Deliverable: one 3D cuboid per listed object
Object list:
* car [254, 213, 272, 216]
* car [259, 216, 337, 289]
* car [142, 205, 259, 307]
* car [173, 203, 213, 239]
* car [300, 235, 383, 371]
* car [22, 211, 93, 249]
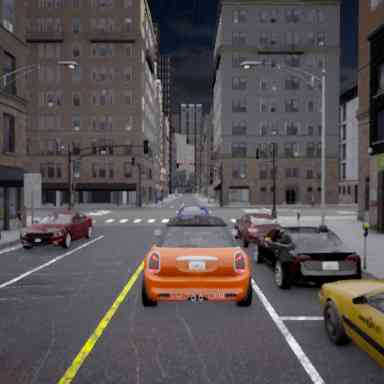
[{"bbox_3d":[2.858,1.567,14.529,1.802,1.307,4.206,-1,0,0],"label":"car"},{"bbox_3d":[2.861,1.557,8.943,1.947,1.339,4.313,-1,0,0],"label":"car"},{"bbox_3d":[0.092,1.344,8.138,2.097,1.767,4.553,0,0,0],"label":"car"},{"bbox_3d":[0.090,1.459,18.426,1.882,1.535,5.008,0,0,1],"label":"car"},{"bbox_3d":[2.864,1.522,3.527,1.752,1.417,4.829,-1,0,0],"label":"car"},{"bbox_3d":[-5.687,1.530,14.521,1.887,1.381,4.507,-1,0,0],"label":"car"}]
